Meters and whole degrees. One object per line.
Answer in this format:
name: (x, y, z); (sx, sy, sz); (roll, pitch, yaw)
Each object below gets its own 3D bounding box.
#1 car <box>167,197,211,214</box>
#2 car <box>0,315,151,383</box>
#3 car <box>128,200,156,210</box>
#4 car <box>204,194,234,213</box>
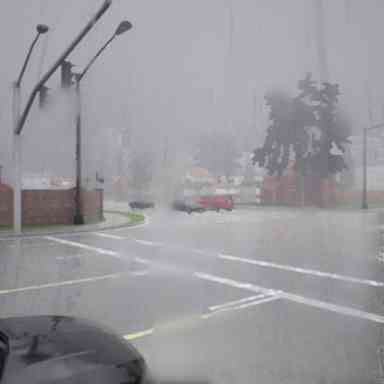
car: (-0.665, 1.603, 36.733); (2.033, 1.411, 5.357); (0, 0, -37)
car: (-2.557, 1.495, 1.933); (4.892, 1.490, 1.837); (0, 0, -36)
car: (-6.694, 1.656, 44.758); (1.895, 1.301, 4.718); (0, 0, -37)
car: (2.491, 1.266, 38.750); (2.150, 2.045, 5.566); (0, 0, -37)
